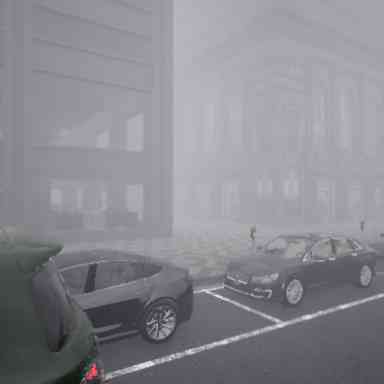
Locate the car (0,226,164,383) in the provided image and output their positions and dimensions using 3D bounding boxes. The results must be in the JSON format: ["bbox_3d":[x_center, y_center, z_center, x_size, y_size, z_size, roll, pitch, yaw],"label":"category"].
[{"bbox_3d":[-3.081,1.228,1.074,5.566,2.045,2.150,1,-1,-32],"label":"car"}]

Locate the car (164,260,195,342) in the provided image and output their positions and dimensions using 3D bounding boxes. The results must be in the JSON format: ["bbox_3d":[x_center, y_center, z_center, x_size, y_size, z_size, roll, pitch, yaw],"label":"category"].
[{"bbox_3d":[-1.976,1.638,5.085,4.313,1.339,1.947,1,-1,-33],"label":"car"}]

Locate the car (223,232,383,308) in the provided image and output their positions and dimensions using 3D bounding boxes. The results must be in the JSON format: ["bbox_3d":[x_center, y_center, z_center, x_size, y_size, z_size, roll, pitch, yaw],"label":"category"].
[{"bbox_3d":[2.761,1.688,8.140,4.403,1.369,2.008,1,-1,-33],"label":"car"}]
